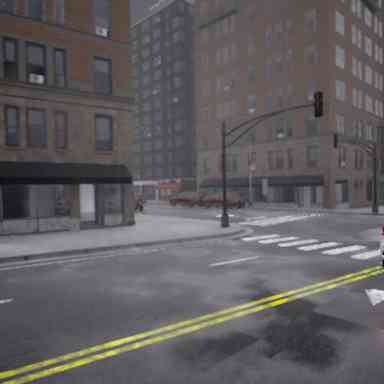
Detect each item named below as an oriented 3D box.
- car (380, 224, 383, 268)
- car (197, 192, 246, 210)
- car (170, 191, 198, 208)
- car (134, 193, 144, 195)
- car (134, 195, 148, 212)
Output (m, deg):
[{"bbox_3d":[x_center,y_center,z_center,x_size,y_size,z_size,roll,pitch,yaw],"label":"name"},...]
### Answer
[{"bbox_3d":[7.183,1.128,9.559,2.150,2.045,5.566,1,1,44],"label":"car"},{"bbox_3d":[3.361,0.887,35.269,2.192,1.841,5.009,-1,1,-44],"label":"car"},{"bbox_3d":[-0.466,0.852,39.229,2.192,1.841,5.009,-1,1,-44],"label":"car"},{"bbox_3d":[-8.121,0.905,47.151,1.967,1.590,4.097,-1,1,-44],"label":"car"},{"bbox_3d":[-6.590,1.297,33.305,1.947,1.339,4.313,-1,1,-44],"label":"car"}]
